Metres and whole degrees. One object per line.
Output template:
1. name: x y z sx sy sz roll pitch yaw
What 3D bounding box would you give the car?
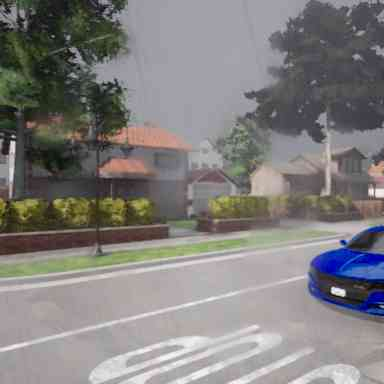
1. car: 4.602 1.494 7.345 5.008 1.535 1.882 0 0 -36
